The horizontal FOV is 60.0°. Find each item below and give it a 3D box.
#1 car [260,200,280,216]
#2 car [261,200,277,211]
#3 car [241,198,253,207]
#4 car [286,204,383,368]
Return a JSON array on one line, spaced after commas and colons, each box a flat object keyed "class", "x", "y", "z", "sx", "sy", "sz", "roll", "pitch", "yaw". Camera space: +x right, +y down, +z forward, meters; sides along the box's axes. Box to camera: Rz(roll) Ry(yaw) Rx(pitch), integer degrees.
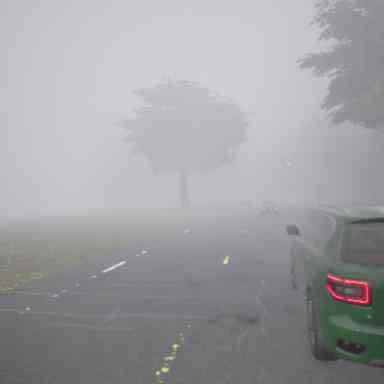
[{"class": "car", "x": 8.093, "y": 1.656, "z": 34.511, "sx": 2.033, "sy": 1.411, "sz": 5.357, "roll": -2, "pitch": -1, "yaw": 13}, {"class": "car", "x": 10.164, "y": 1.738, "z": 44.186, "sx": 1.895, "sy": 1.301, "sz": 4.718, "roll": -2, "pitch": -1, "yaw": 13}, {"class": "car", "x": 9.592, "y": 1.829, "z": 58.061, "sx": 2.033, "sy": 1.411, "sz": 5.357, "roll": -2, "pitch": -1, "yaw": 12}, {"class": "car", "x": 2.977, "y": 1.199, "z": 5.827, "sx": 2.150, "sy": 2.045, "sz": 5.566, "roll": -2, "pitch": -1, "yaw": 12}]
